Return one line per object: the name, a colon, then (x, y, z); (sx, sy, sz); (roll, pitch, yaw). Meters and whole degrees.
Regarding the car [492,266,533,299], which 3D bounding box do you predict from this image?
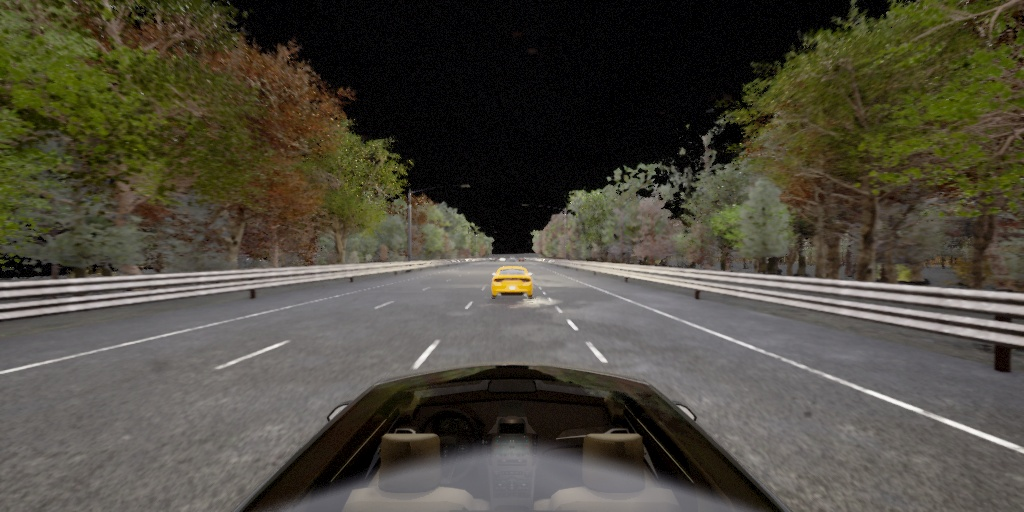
car: (0.011, 1.270, 18.326); (1.882, 1.535, 5.008); (0, 0, 0)
